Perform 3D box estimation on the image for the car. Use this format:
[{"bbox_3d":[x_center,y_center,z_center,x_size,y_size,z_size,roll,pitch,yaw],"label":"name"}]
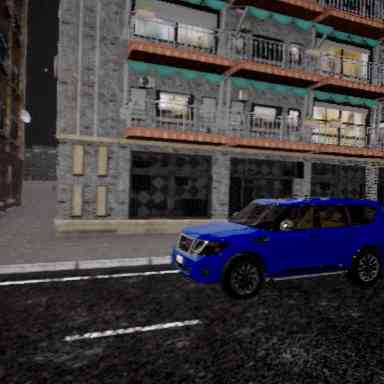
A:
[{"bbox_3d":[2.339,1.151,8.200,5.566,2.045,2.150,1,1,-20],"label":"car"}]
